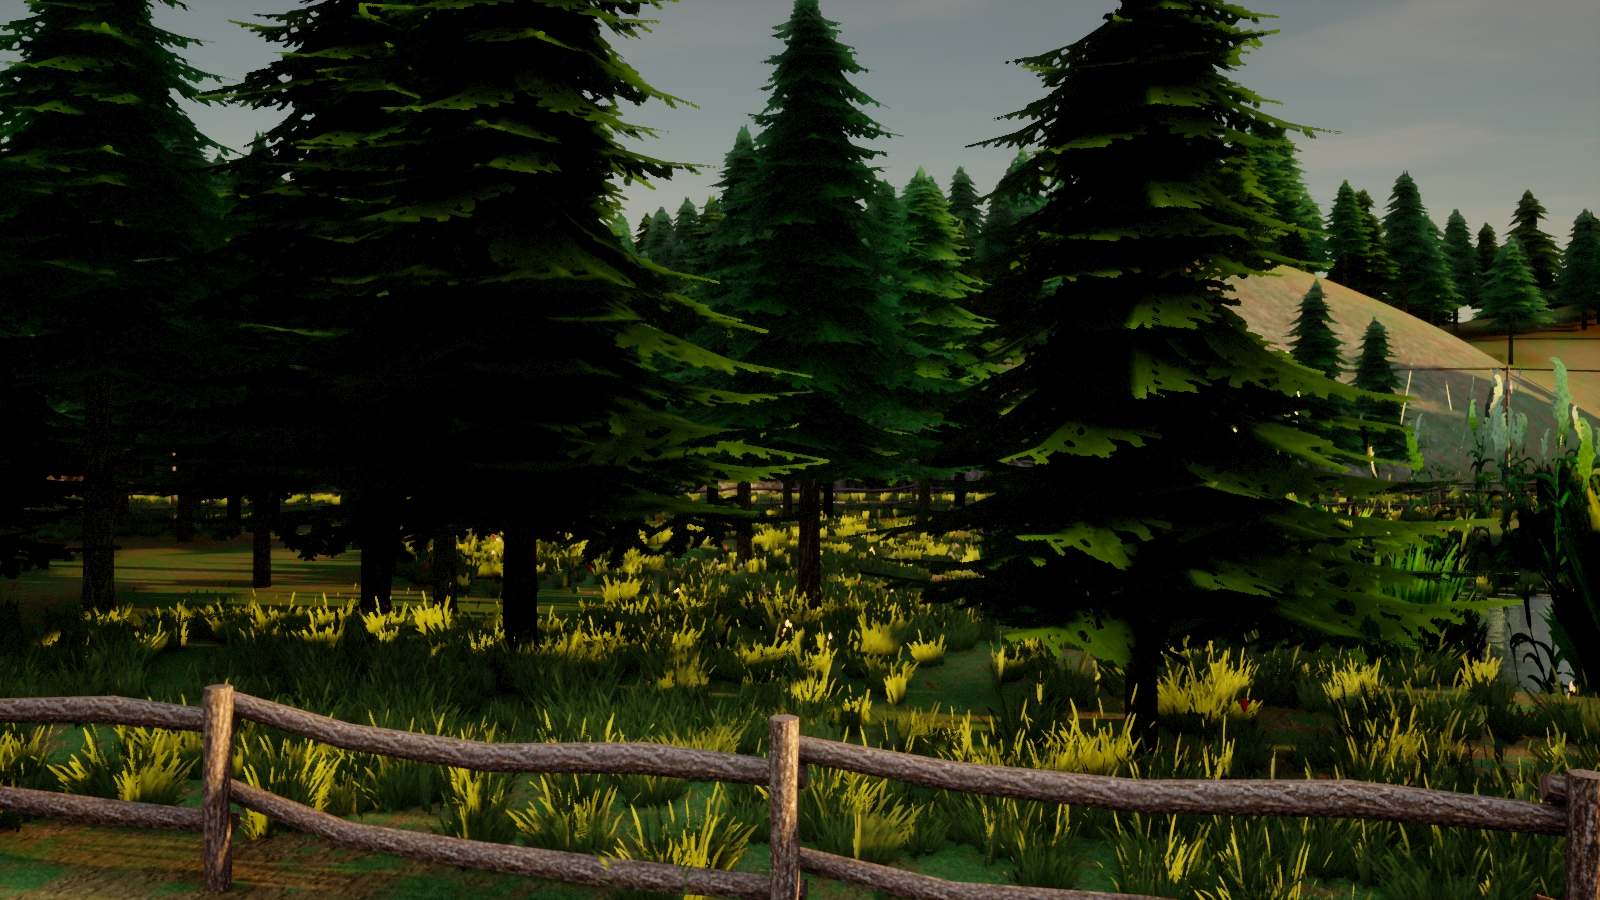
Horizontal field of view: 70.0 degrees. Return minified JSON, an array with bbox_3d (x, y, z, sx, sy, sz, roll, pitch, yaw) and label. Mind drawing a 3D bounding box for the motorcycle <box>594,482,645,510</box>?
[{"bbox_3d":[-8.531,2.178,54.107,2.209,1.251,0.867,0,0,14],"label":"motorcycle"}]
